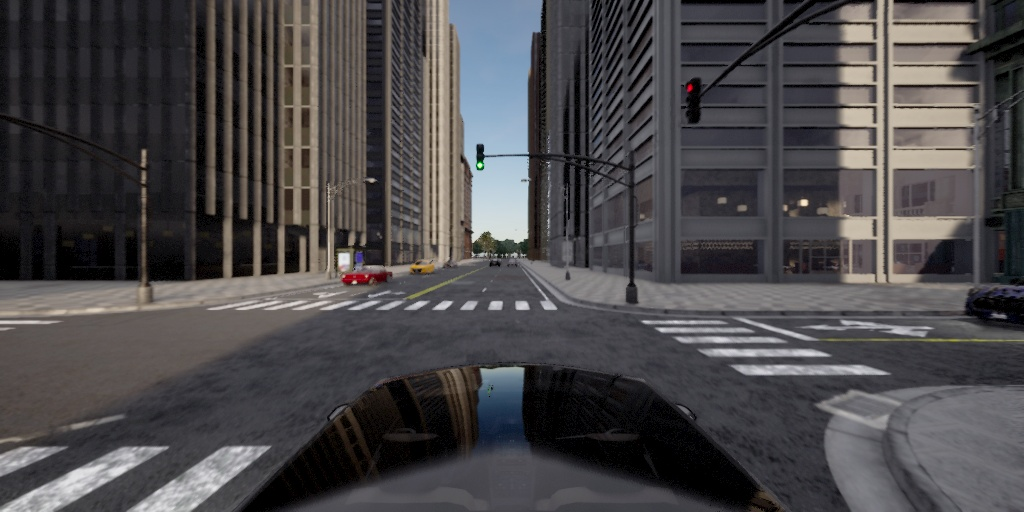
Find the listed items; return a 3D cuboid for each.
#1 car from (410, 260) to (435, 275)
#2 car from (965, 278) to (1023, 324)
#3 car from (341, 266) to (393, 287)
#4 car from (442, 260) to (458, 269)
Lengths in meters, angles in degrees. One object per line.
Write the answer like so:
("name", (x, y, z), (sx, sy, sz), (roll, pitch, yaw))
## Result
("car", (-9.821, 1.221, 39.597), (1.882, 1.535, 5.008), (0, 1, 0))
("car", (16.025, 1.111, 10.118), (4.553, 1.767, 2.097), (0, 0, 0))
("car", (-9.838, 1.346, 24.631), (1.895, 1.301, 4.718), (0, 0, 0))
("car", (-9.736, 1.347, 56.779), (1.994, 1.385, 4.181), (0, 0, 0))
